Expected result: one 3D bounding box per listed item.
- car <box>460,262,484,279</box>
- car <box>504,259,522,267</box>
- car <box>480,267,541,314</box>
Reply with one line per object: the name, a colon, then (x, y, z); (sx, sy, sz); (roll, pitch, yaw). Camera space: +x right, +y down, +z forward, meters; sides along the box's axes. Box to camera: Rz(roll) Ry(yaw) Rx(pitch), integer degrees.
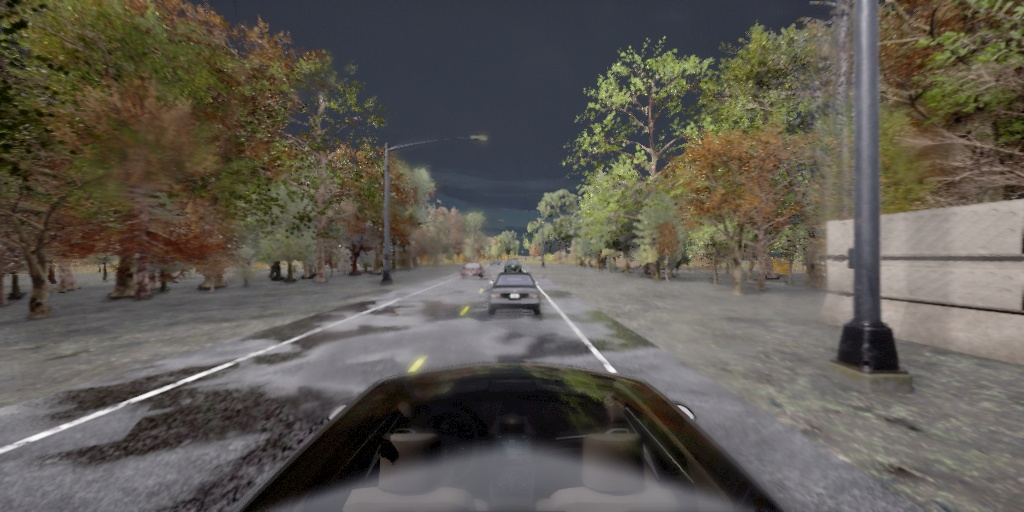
car: (-3.587, 1.337, 33.504); (1.812, 1.442, 4.674); (0, 0, 0)
car: (0.110, 1.178, 43.981); (2.097, 1.767, 4.553); (0, 0, 0)
car: (0.100, 1.326, 13.966); (2.033, 1.411, 5.357); (0, 0, 0)
